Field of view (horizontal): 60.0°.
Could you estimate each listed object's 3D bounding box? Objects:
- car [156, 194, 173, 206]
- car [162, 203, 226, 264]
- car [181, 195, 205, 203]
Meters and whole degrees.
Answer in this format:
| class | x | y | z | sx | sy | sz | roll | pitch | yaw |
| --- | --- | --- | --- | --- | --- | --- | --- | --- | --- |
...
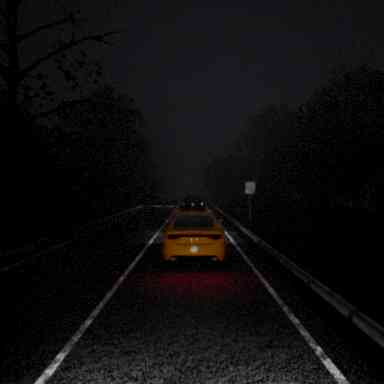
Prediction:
| class | x | y | z | sx | sy | sz | roll | pitch | yaw |
| --- | --- | --- | --- | --- | --- | --- | --- | --- | --- |
| car | -3.595 | 1.024 | 44.691 | 1.812 | 1.442 | 4.674 | 0 | 1 | 0 |
| car | 0.071 | 1.371 | 11.489 | 1.882 | 1.535 | 5.008 | 0 | 1 | 0 |
| car | 0.079 | 1.054 | 29.868 | 2.097 | 1.767 | 4.553 | 0 | 1 | 0 |
